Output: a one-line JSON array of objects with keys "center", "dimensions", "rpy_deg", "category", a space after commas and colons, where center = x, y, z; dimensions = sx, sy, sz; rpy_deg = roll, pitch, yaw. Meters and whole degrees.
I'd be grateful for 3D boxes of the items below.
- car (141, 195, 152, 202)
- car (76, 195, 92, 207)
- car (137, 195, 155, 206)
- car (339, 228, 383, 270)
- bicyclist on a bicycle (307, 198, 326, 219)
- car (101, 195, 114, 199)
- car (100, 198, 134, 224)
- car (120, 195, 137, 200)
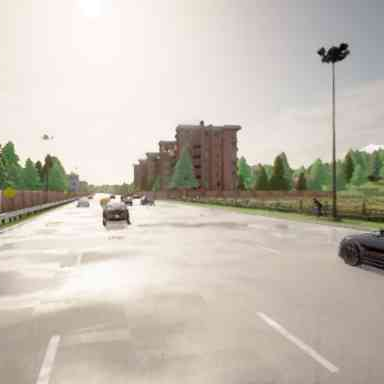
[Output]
[{"center": [-11.445, 1.578, 83.570], "dimensions": [1.882, 1.535, 5.008], "rpy_deg": [0, 0, -16], "category": "car"}, {"center": [-17.552, 1.660, 53.945], "dimensions": [1.812, 1.442, 4.674], "rpy_deg": [0, 0, -16], "category": "car"}, {"center": [-7.803, 1.421, 58.035], "dimensions": [2.097, 1.767, 4.553], "rpy_deg": [0, 0, -16], "category": "car"}, {"center": [6.006, 1.525, 8.973], "dimensions": [1.994, 1.385, 4.181], "rpy_deg": [0, 0, -16], "category": "car"}, {"center": [9.318, 1.244, 24.880], "dimensions": [1.656, 1.620, 0.582], "rpy_deg": [-1, 0, -16], "category": "bicyclist on a bicycle"}, {"center": [-15.371, 1.598, 59.061], "dimensions": [1.882, 1.535, 5.008], "rpy_deg": [0, 0, -16], "category": "car"}, {"center": [-5.802, 1.524, 25.225], "dimensions": [1.882, 1.535, 5.008], "rpy_deg": [0, 0, -15], "category": "car"}, {"center": [-11.062, 1.638, 56.710], "dimensions": [2.033, 1.411, 5.357], "rpy_deg": [0, 0, -16], "category": "car"}]
